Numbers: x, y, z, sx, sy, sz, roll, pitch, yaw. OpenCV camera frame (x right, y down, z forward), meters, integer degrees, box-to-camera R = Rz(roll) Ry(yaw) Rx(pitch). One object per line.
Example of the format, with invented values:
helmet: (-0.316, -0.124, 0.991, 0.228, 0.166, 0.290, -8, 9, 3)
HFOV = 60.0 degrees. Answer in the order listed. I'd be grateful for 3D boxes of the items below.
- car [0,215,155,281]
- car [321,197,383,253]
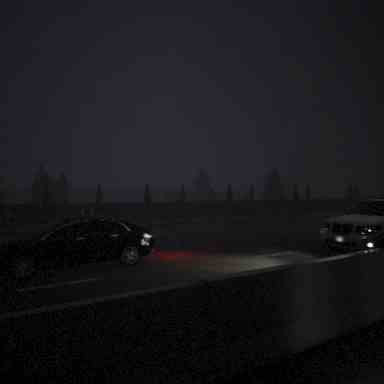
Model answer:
car: (-3.484, 1.484, 9.855, 4.892, 1.490, 1.837, 0, 0, -33)
car: (7.310, 1.193, 12.211, 5.566, 2.045, 2.150, 0, 0, -27)
